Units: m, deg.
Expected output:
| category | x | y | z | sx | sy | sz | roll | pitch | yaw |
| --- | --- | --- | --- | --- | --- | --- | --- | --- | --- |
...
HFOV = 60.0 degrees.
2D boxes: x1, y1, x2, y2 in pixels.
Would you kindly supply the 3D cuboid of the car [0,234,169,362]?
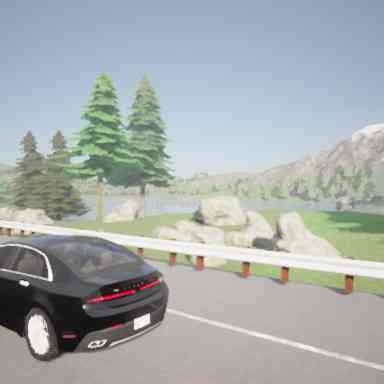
| category | x | y | z | sx | sy | sz | roll | pitch | yaw |
| --- | --- | --- | --- | --- | --- | --- | --- | --- | --- |
| car | -2.627 | 1.529 | 5.983 | 4.892 | 1.490 | 1.837 | 0 | 0 | 36 |
